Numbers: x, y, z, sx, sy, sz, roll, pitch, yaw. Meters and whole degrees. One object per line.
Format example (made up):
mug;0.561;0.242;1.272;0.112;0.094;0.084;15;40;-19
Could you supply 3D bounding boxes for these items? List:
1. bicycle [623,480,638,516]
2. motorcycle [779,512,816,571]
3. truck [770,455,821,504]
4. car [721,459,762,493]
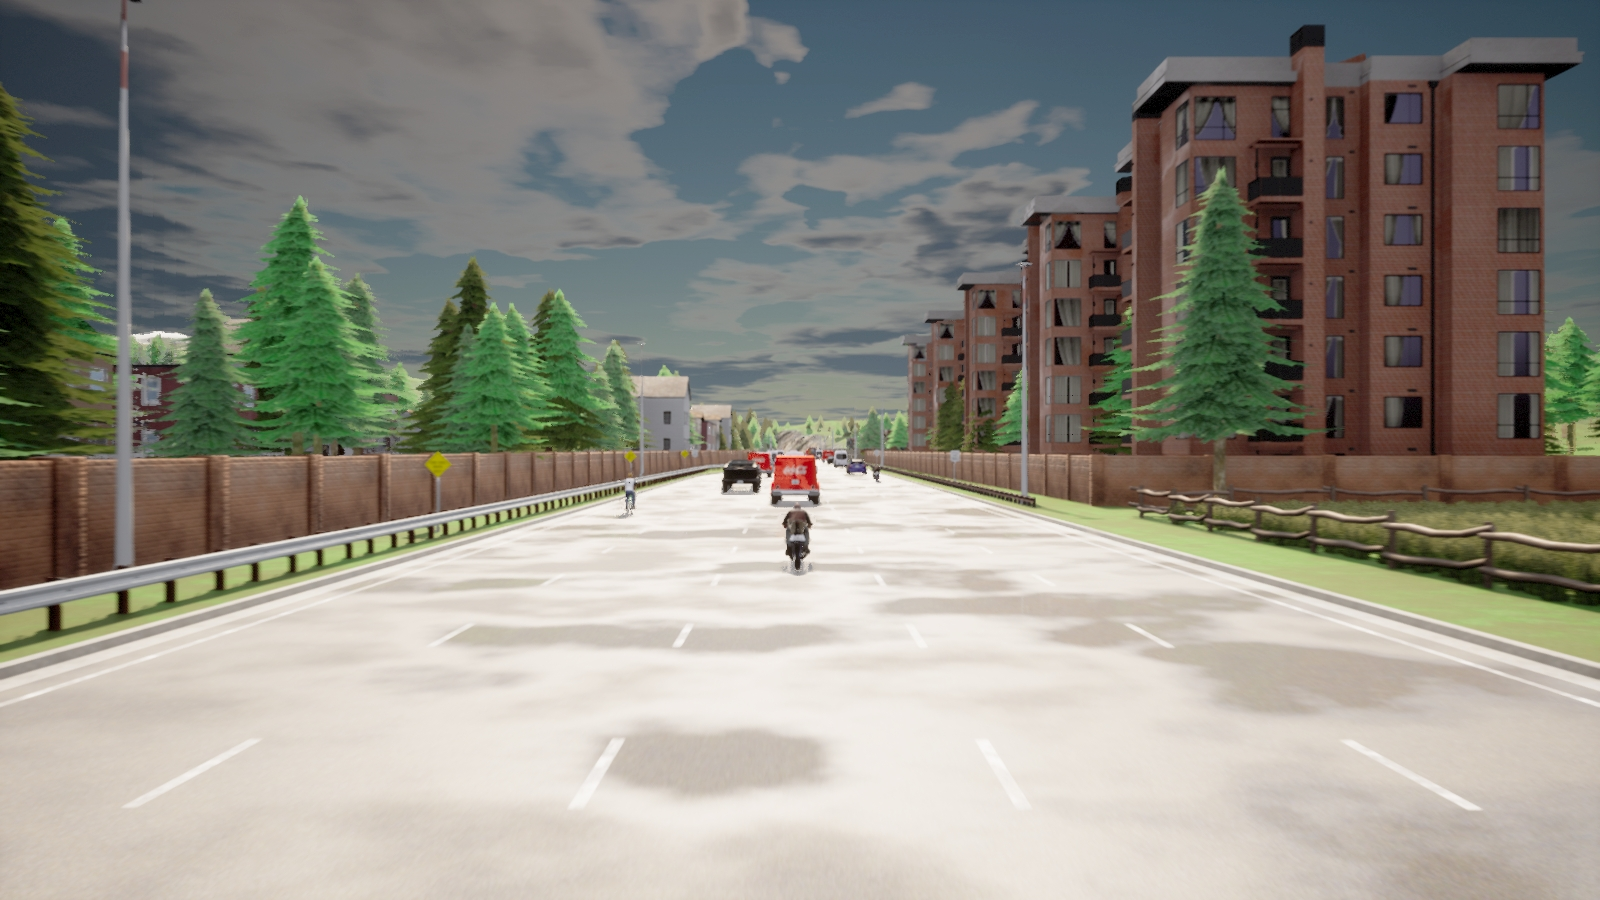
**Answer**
bicycle;-7.195;2.019;48.518;0.373;1.496;1.643;0;0;0
motorcycle;-0.062;2.183;27.709;0.867;1.251;2.209;0;0;0
truck;-0.252;1.522;60.850;2.627;2.467;5.204;0;0;0
car;-3.839;1.696;76.051;2.390;2.098;6.274;0;0;0
